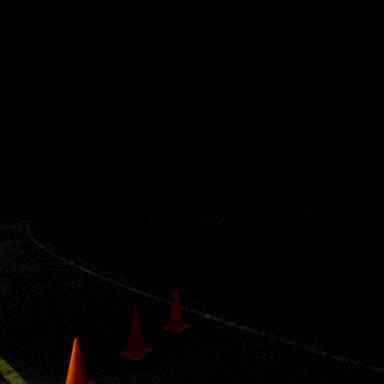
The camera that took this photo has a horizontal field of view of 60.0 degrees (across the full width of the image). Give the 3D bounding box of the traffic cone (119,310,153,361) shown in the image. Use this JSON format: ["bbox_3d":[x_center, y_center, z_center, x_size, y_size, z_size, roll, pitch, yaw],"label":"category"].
[{"bbox_3d":[-0.776,1.938,4.601,0.340,0.580,0.340,1,1,32],"label":"traffic cone"}]

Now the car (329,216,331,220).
[{"bbox_3d":[35.619,6.632,82.738,1.851,1.617,3.988,-4,-3,4],"label":"car"}]

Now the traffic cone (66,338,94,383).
[{"bbox_3d":[-1.296,1.945,3.750,0.340,0.580,0.340,1,1,31],"label":"traffic cone"}]

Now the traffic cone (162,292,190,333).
[{"bbox_3d":[-0.257,1.931,5.451,0.340,0.580,0.340,1,1,31],"label":"traffic cone"}]
